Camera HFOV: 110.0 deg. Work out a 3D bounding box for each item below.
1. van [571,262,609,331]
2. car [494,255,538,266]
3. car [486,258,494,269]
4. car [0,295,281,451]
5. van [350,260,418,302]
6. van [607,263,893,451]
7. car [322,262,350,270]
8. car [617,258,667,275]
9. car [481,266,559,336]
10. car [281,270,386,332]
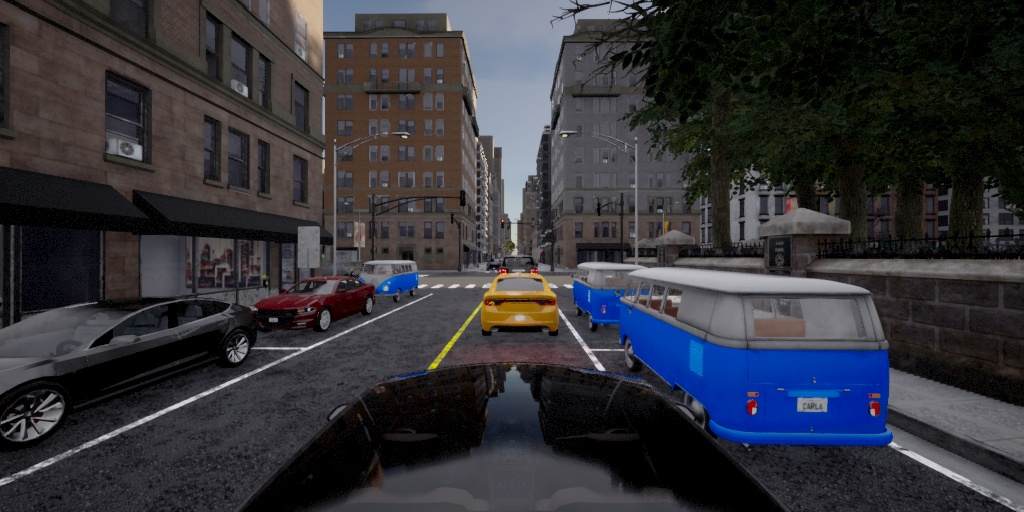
[{"bbox_3d":[2.831,1.089,10.705,1.690,1.789,3.998,0,0,1],"label":"van"},{"bbox_3d":[0.334,0.965,20.409,2.150,2.045,5.566,0,0,0],"label":"car"},{"bbox_3d":[-2.295,1.085,49.659,2.097,1.767,4.553,0,0,2],"label":"car"},{"bbox_3d":[-5.807,1.315,5.209,1.948,1.339,4.313,0,0,1],"label":"car"},{"bbox_3d":[-5.579,1.087,16.527,1.690,1.789,3.998,0,0,1],"label":"van"},{"bbox_3d":[2.716,1.090,5.049,1.690,1.789,3.998,0,0,1],"label":"van"},{"bbox_3d":[-13.744,1.278,28.492,5.357,1.411,2.033,0,0,4],"label":"car"},{"bbox_3d":[13.863,1.093,38.411,4.553,1.767,2.097,0,0,0],"label":"car"},{"bbox_3d":[0.227,1.226,10.453,1.882,1.535,5.008,0,0,1],"label":"car"},{"bbox_3d":[-5.693,1.294,10.868,1.888,1.381,4.507,0,0,1],"label":"car"}]
